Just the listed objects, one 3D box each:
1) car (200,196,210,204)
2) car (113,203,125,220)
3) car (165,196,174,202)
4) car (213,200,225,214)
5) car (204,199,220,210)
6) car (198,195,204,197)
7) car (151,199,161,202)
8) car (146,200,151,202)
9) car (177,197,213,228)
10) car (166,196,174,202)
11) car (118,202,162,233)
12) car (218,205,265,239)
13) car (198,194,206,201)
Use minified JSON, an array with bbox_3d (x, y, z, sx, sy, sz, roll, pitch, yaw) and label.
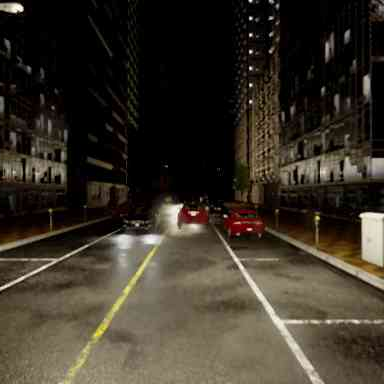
[{"bbox_3d":[2.693,1.688,69.031,1.967,1.590,4.097,0,0,0],"label":"car"},{"bbox_3d":[-5.688,1.664,29.191,1.887,1.381,4.507,0,0,0],"label":"car"},{"bbox_3d":[-5.688,1.841,86.119,2.008,1.369,4.403,0,0,0],"label":"car"},{"bbox_3d":[2.692,1.706,34.877,1.947,1.339,4.313,0,0,0],"label":"car"},{"bbox_3d":[2.692,1.744,46.261,1.947,1.339,4.313,0,0,0],"label":"car"},{"bbox_3d":[0.099,1.511,40.956,2.097,1.767,4.553,0,0,0],"label":"car"},{"bbox_3d":[-5.688,1.723,46.269,1.887,1.381,4.507,0,0,0],"label":"car"},{"bbox_3d":[-5.688,1.722,34.885,1.802,1.307,4.206,0,0,0],"label":"car"},{"bbox_3d":[0.099,1.450,23.197,2.097,1.767,4.553,0,0,0],"label":"car"},{"bbox_3d":[-5.688,1.802,80.255,1.752,1.417,4.829,0,0,0],"label":"car"},{"bbox_3d":[-3.000,1.594,20.611,1.837,1.490,4.892,0,-1,0],"label":"car"},{"bbox_3d":[2.692,1.622,17.800,1.887,1.381,4.507,0,0,0],"label":"car"},{"bbox_3d":[2.694,1.619,91.800,2.192,1.841,5.009,0,0,0],"label":"car"}]
